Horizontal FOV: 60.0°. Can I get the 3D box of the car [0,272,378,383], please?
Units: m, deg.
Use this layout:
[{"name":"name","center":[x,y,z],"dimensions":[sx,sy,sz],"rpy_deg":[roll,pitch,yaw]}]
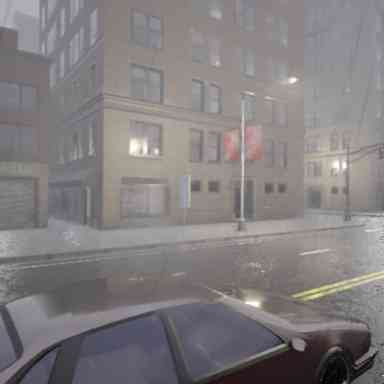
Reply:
[{"name":"car","center":[-0.420,1.559,3.136],"dimensions":[5.357,1.411,2.033],"rpy_deg":[1,0,-35]}]
